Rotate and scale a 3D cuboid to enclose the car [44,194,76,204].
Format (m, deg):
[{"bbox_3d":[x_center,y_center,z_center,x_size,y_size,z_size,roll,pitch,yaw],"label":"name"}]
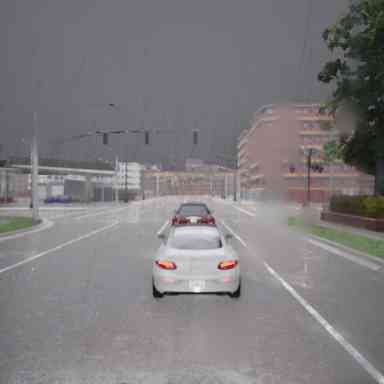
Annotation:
[{"bbox_3d":[-23.401,1.218,58.077,4.611,1.667,2.242,0,0,1],"label":"car"}]

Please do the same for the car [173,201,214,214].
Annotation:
[{"bbox_3d":[0.075,1.329,17.353,2.097,1.767,4.553,0,0,0],"label":"car"}]

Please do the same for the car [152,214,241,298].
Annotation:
[{"bbox_3d":[0.092,1.515,8.362,1.812,1.442,4.674,0,0,0],"label":"car"}]
